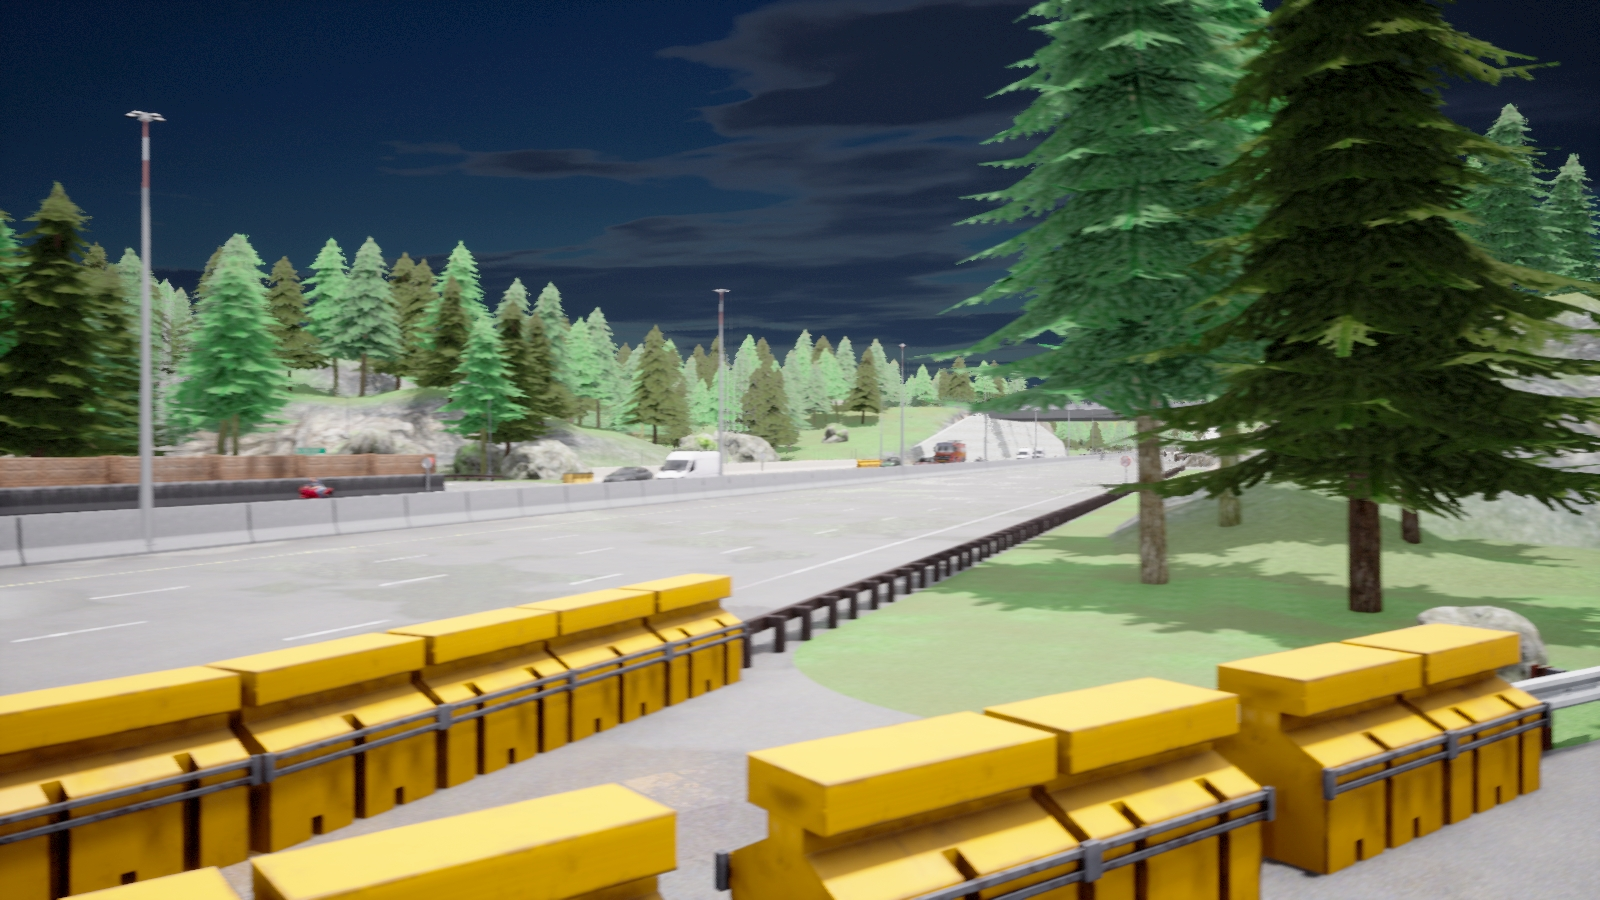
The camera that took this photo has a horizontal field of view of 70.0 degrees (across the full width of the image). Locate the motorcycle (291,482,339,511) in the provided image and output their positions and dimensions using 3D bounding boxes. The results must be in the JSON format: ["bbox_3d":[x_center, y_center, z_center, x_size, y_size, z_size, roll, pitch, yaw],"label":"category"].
[{"bbox_3d":[-21.941,2.075,51.709,0.803,1.217,2.033,0,0,21],"label":"motorcycle"}]

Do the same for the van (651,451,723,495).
[{"bbox_3d":[-6.969,1.373,71.284,1.988,2.561,5.915,0,0,21],"label":"van"}]
